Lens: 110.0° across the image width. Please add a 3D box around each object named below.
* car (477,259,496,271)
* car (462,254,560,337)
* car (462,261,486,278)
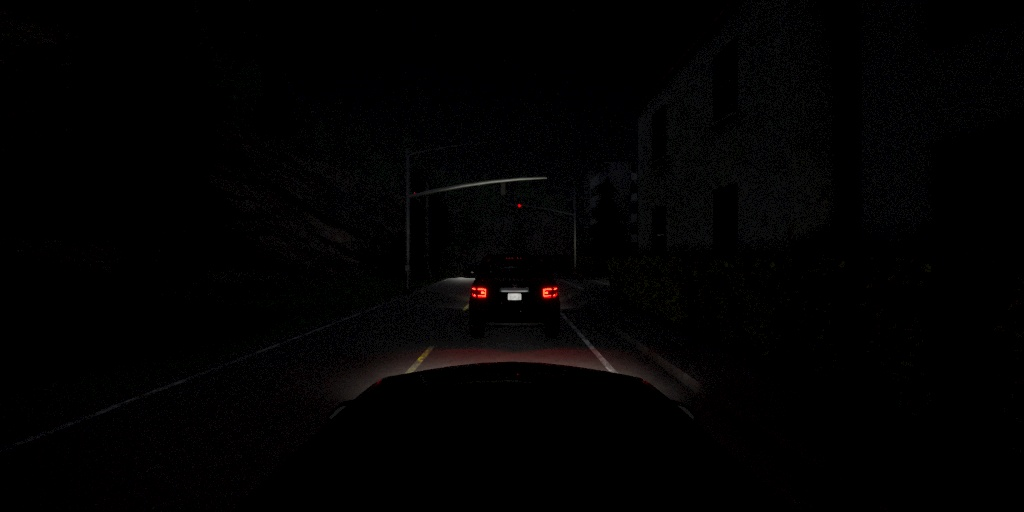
[{"bbox_3d":[-3.377,1.227,49.046,1.882,1.535,5.008,0,0,4],"label":"car"},{"bbox_3d":[0.063,0.971,10.403,2.150,2.045,5.566,0,0,0],"label":"car"},{"bbox_3d":[-3.635,1.255,34.972,1.837,1.490,4.892,0,0,0],"label":"car"}]
